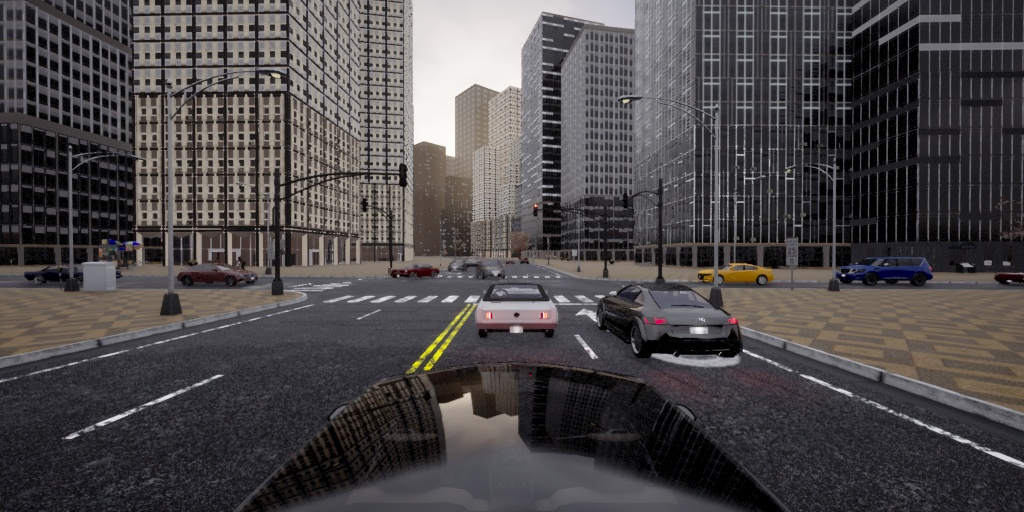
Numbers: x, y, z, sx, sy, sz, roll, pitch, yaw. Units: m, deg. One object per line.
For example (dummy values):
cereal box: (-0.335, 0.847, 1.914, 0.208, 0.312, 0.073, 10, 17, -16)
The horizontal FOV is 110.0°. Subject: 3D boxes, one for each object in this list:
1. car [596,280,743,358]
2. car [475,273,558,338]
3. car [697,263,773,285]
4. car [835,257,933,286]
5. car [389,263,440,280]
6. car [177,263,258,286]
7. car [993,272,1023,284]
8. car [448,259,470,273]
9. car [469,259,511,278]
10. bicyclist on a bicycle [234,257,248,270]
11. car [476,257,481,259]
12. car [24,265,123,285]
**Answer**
car: (3.356, 1.312, 8.470, 1.994, 1.385, 4.181, 0, 0, 0)
car: (0.101, 1.348, 10.183, 1.895, 1.301, 4.718, 0, 0, 0)
car: (16.316, 1.285, 26.346, 5.008, 1.535, 1.882, 0, 0, 1)
car: (26.981, 1.077, 26.115, 5.566, 2.045, 2.150, 0, 0, 2)
car: (-8.163, 1.290, 30.434, 1.895, 1.301, 4.718, 0, 0, 22)
car: (-19.480, 1.193, 23.767, 4.674, 1.442, 1.812, 0, 0, 1)
car: (38.180, 1.507, 25.869, 4.718, 1.301, 1.895, 0, 0, 1)
car: (-6.585, 1.207, 43.782, 2.128, 1.511, 4.902, 0, 0, 0)
car: (-1.981, 1.212, 30.757, 2.128, 1.511, 4.902, 0, 0, -16)
bicyclist on a bicycle: (-24.699, 0.871, 32.632, 0.582, 1.620, 1.656, 0, 1, 1)
car: (-6.586, 1.163, 58.517, 1.882, 1.535, 5.008, 0, 0, 0)
car: (-29.200, 1.223, 24.014, 4.718, 1.301, 1.895, 0, 0, 1)
